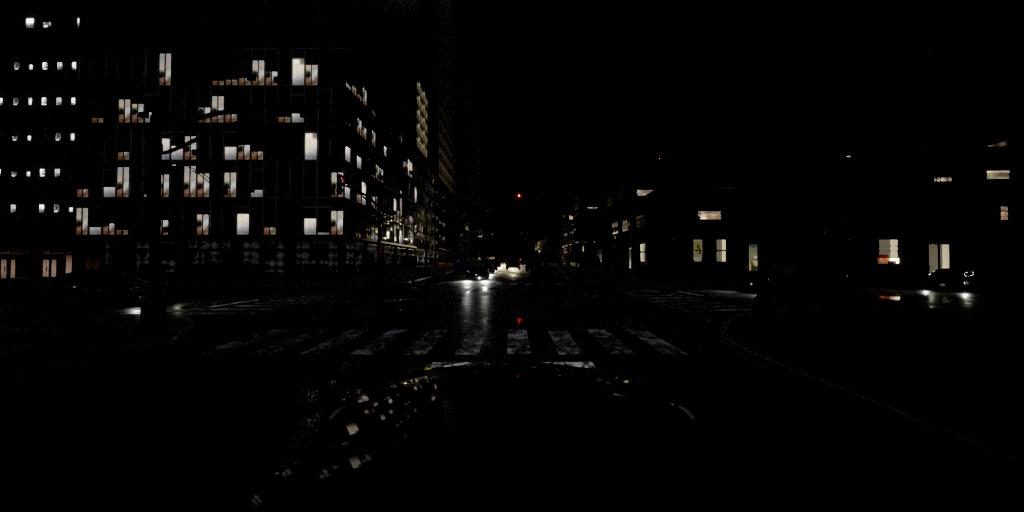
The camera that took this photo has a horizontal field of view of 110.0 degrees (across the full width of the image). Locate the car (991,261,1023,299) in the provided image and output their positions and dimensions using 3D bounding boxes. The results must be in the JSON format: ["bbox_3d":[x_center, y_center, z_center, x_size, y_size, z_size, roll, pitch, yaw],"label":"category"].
[{"bbox_3d":[20.710,0.995,12.734,4.829,1.417,1.751,0,0,1],"label":"car"}]

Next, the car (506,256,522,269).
[{"bbox_3d":[0.191,1.113,56.292,2.097,1.767,4.553,0,0,1],"label":"car"}]

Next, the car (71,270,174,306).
[{"bbox_3d":[-17.868,1.360,15.782,5.008,1.535,1.882,-1,-1,1],"label":"car"}]

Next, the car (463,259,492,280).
[{"bbox_3d":[-3.018,1.281,32.071,1.812,1.442,4.674,0,0,-1],"label":"car"}]

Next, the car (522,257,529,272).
[{"bbox_3d":[2.773,1.072,46.320,2.192,1.841,5.009,0,0,0],"label":"car"}]

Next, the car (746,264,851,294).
[{"bbox_3d":[14.766,1.153,18.609,4.674,1.442,1.812,-1,-1,1],"label":"car"}]

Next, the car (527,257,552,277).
[{"bbox_3d":[2.752,1.196,34.972,1.967,1.591,4.097,0,0,0],"label":"car"}]

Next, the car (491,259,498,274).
[{"bbox_3d":[-3.025,1.321,42.020,1.994,1.385,4.181,0,0,0],"label":"car"}]

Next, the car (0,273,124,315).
[{"bbox_3d":[-17.398,1.413,13.170,4.207,1.307,1.802,0,0,1],"label":"car"}]

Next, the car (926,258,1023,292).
[{"bbox_3d":[24.476,0.888,18.497,4.553,1.767,2.097,-1,-1,1],"label":"car"}]

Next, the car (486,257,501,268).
[{"bbox_3d":[-3.004,1.305,52.300,2.033,1.411,5.357,0,0,0],"label":"car"}]

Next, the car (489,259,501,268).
[{"bbox_3d":[-2.939,1.236,62.720,1.882,1.535,5.008,0,0,1],"label":"car"}]

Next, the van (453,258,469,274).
[{"bbox_3d":[-5.619,1.097,40.623,1.690,1.789,3.998,0,0,0],"label":"van"}]
